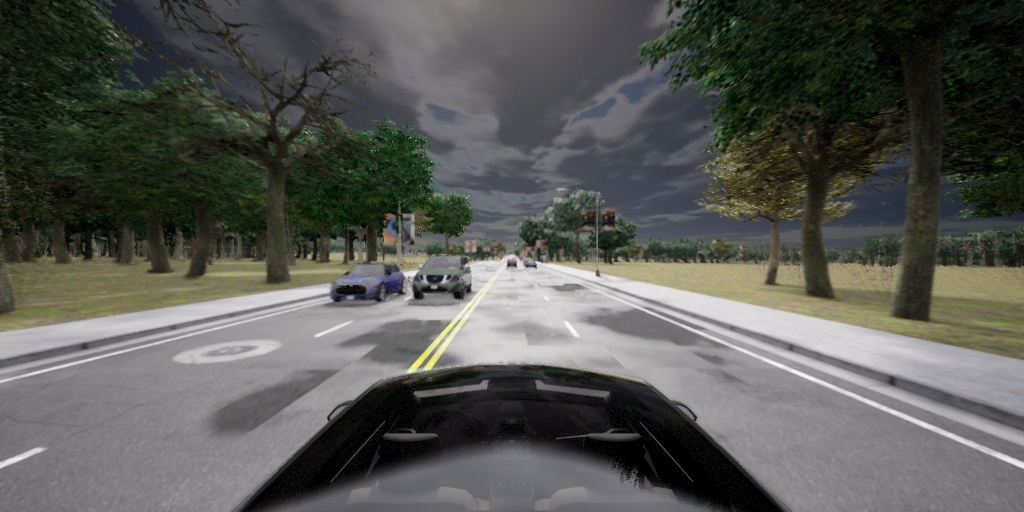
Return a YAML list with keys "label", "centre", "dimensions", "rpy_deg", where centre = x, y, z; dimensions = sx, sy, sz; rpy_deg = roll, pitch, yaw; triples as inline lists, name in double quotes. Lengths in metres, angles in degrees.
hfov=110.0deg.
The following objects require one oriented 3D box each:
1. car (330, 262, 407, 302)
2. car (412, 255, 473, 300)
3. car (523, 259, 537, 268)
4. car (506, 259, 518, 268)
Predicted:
- label: "car"
  centre: [-6.528, 1.097, 16.786]
  dimensions: [2.097, 1.767, 4.553]
  rpy_deg: [0, 0, 1]
- label: "car"
  centre: [-3.265, 0.972, 17.879]
  dimensions: [2.150, 2.045, 5.566]
  rpy_deg: [0, 0, 0]
- label: "car"
  centre: [3.252, 1.321, 61.257]
  dimensions: [1.994, 1.385, 4.181]
  rpy_deg: [0, 0, 0]
- label: "car"
  centre: [0.003, 1.261, 60.841]
  dimensions: [1.837, 1.490, 4.892]
  rpy_deg: [0, 0, 0]
